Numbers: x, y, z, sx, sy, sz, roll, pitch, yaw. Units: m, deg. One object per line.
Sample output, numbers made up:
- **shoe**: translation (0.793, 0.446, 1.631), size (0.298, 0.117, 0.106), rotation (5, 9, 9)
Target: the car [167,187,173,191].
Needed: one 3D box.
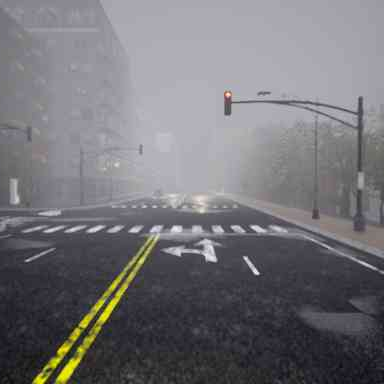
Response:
- **car**: translation (-6.325, -0.715, 94.759), size (1.882, 1.535, 5.008), rotation (0, 1, 0)

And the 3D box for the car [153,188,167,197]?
- **car**: translation (-6.382, 0.178, 63.586), size (1.812, 1.442, 4.674), rotation (0, 2, 0)
